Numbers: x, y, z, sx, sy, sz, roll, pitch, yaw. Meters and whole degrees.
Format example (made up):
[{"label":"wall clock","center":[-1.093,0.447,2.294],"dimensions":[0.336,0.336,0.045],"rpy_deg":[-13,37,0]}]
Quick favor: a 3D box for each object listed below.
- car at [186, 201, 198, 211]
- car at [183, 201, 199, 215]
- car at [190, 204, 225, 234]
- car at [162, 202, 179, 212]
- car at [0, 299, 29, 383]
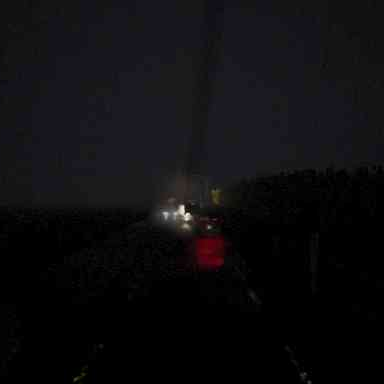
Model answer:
[{"label":"car","center":[-0.007,2.034,49.430],"dimensions":[1.812,1.442,4.674],"rpy_deg":[0,0,0]},{"label":"car","center":[0.001,1.892,38.970],"dimensions":[2.128,1.511,4.902],"rpy_deg":[0,-1,0]},{"label":"car","center":[0.958,1.718,20.755],"dimensions":[1.837,1.490,4.892],"rpy_deg":[0,-1,0]},{"label":"car","center":[-2.843,2.027,45.094],"dimensions":[1.994,1.385,4.181],"rpy_deg":[0,-1,0]},{"label":"car","center":[-2.849,1.565,1.597],"dimensions":[2.033,1.411,5.357],"rpy_deg":[0,-1,0]}]
